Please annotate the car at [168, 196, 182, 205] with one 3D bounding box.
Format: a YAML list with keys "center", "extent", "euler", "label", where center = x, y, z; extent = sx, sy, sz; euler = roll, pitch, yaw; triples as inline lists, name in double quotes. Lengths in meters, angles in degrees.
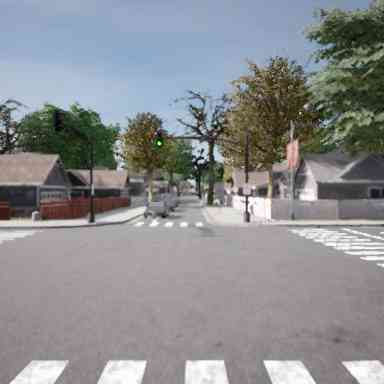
- center: [-3.034, 1.536, 60.273]
  extent: [2.128, 1.511, 4.902]
  euler: [0, 0, 0]
  label: "car"

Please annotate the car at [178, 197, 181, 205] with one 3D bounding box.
- center: [-3.017, 1.524, 50.017]
  extent: [2.128, 1.511, 4.902]
  euler: [0, 0, 0]
  label: "car"

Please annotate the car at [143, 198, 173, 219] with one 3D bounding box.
- center: [-3.080, 1.540, 29.785]
  extent: [1.812, 1.442, 4.674]
  euler: [0, 0, 2]
  label: "car"

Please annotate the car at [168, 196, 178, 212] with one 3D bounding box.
- center: [-2.999, 1.527, 39.857]
  extent: [1.837, 1.490, 4.892]
  euler: [0, 0, 0]
  label: "car"
